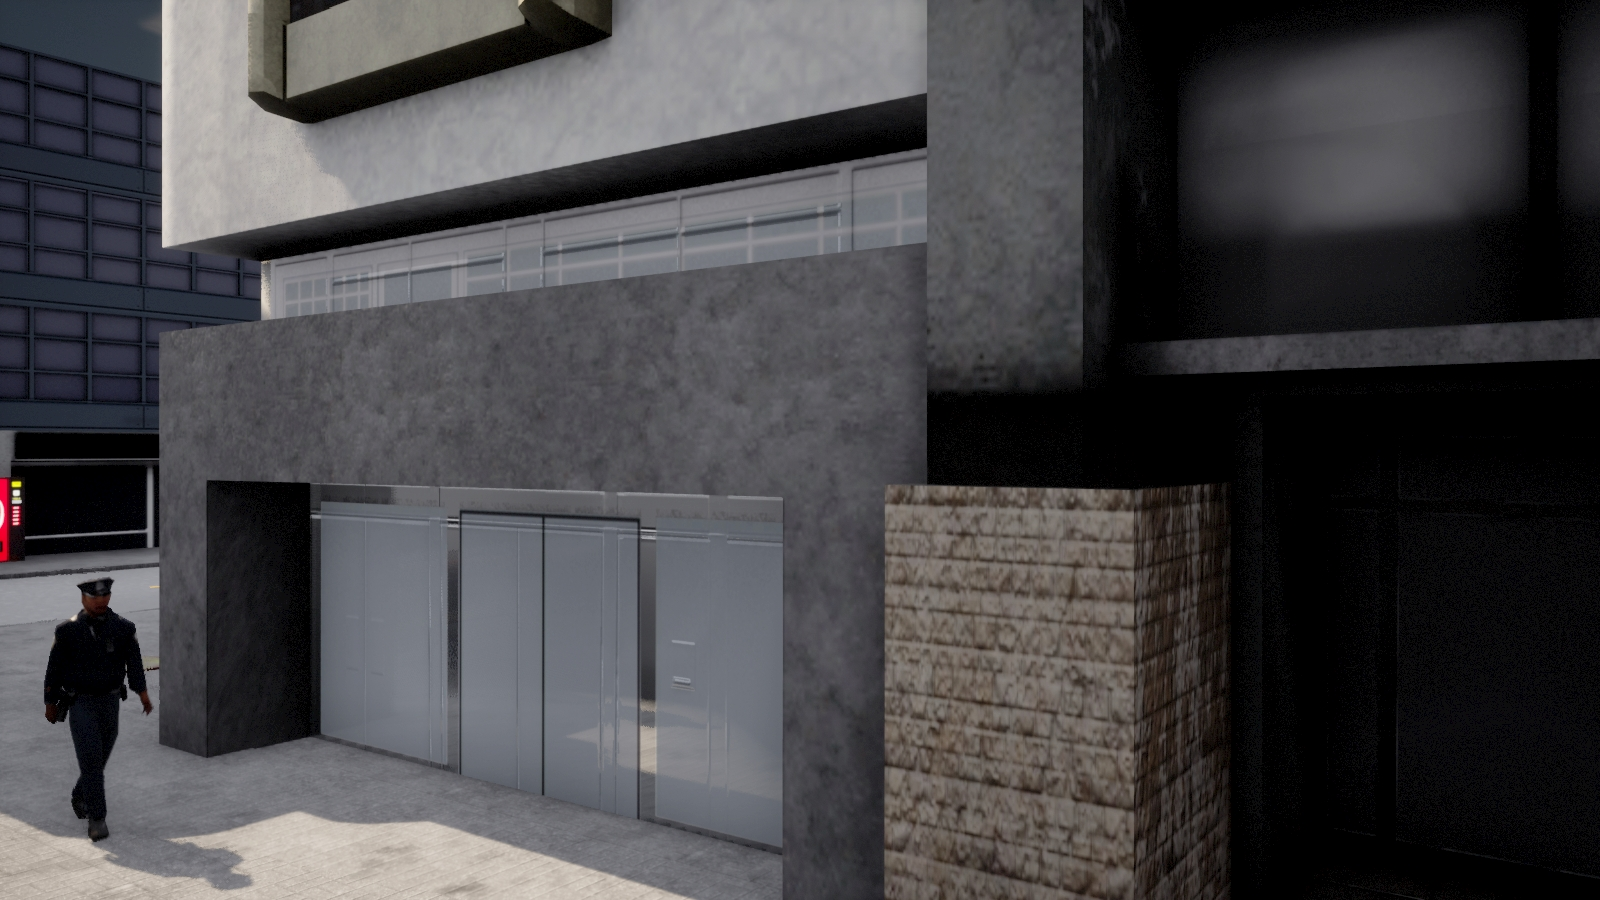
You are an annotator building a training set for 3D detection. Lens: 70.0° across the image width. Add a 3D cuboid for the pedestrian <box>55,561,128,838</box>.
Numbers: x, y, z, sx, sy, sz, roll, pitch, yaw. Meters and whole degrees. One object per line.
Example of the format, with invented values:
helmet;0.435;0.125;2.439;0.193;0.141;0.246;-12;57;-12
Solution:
pedestrian;-5.047;1.743;8.135;0.375;1.860;0.375;0;0;-43
